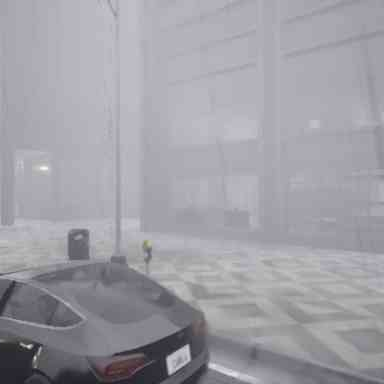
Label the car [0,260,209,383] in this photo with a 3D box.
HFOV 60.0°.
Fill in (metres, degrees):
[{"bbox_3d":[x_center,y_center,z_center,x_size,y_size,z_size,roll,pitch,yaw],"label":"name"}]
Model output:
[{"bbox_3d":[-1.812,1.569,4.259,4.313,1.339,1.947,0,0,36],"label":"car"}]
